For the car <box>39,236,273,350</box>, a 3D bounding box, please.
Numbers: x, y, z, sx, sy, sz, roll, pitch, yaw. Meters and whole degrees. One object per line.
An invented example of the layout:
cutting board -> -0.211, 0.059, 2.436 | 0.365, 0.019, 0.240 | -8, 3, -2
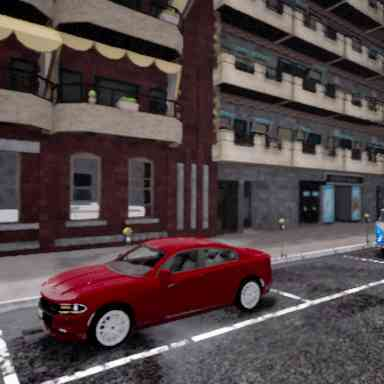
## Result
car -> -0.416, 1.570, 6.259 | 4.507, 1.381, 1.887 | 1, 0, -36

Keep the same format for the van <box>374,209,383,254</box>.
van -> 8.576, 1.454, 12.674 | 3.998, 1.788, 1.690 | 1, 0, -36
